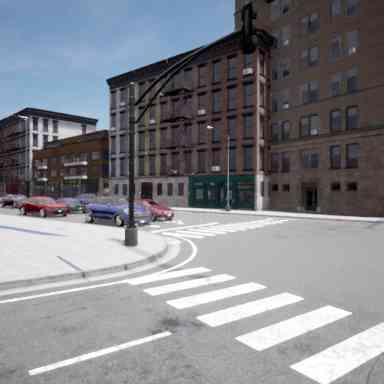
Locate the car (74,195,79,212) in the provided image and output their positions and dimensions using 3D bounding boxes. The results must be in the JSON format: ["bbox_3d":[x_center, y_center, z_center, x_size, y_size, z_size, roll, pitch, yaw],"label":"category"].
[{"bbox_3d":[-11.155,1.200,29.923,4.181,1.385,1.994,1,0,39],"label":"car"}]

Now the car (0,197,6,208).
[{"bbox_3d":[-21.370,0.999,34.073,5.008,1.535,1.882,1,0,40],"label":"car"}]

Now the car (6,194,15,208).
[{"bbox_3d":[-19.160,1.027,36.466,4.902,1.511,2.128,1,0,40],"label":"car"}]

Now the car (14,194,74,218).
[{"bbox_3d":[-11.741,1.118,26.232,5.008,1.535,1.882,1,0,39],"label":"car"}]

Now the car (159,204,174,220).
[{"bbox_3d":[-3.375,1.266,23.842,4.674,1.442,1.812,1,0,38],"label":"car"}]

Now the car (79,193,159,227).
[{"bbox_3d":[-4.586,1.088,20.593,4.553,1.767,2.097,1,0,39],"label":"car"}]
